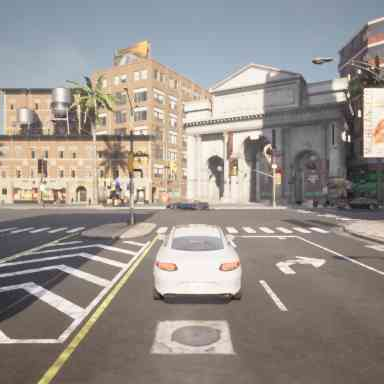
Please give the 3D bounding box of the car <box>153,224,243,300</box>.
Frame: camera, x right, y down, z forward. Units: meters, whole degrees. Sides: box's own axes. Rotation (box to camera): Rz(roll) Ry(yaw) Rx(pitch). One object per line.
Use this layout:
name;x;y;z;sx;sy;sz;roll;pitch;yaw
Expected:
car;0.108;1.526;8.276;1.812;1.442;4.674;0;0;0

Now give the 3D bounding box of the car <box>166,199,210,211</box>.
car;-0.499;1.547;40.587;5.357;1.411;2.033;0;0;1

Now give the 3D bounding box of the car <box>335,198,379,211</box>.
car;19.966;1.505;40.378;4.892;1.490;1.837;0;0;1
